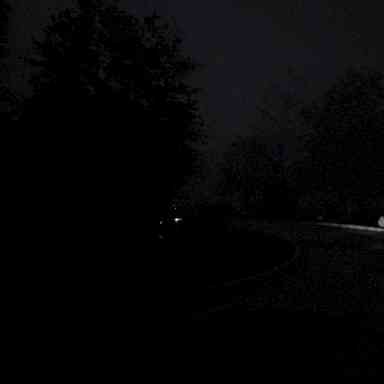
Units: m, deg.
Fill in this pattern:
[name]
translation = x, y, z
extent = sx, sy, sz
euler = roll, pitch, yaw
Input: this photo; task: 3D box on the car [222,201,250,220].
[car]
translation = 2.876, 1.575, 29.076
extent = 1.882, 1.535, 5.008
euler = 1, -1, -35
